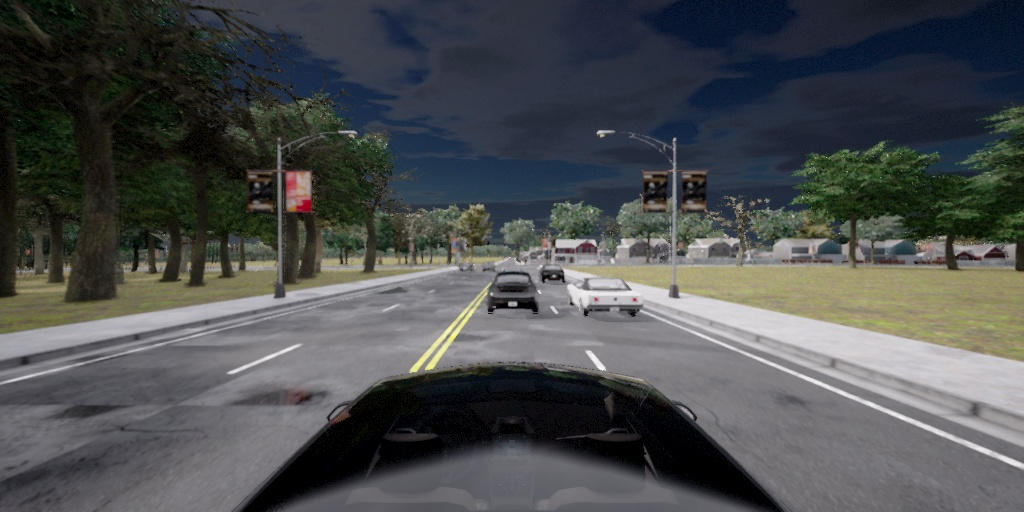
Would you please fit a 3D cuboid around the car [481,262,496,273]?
[{"bbox_3d":[-3.320,1.608,52.155,1.837,1.490,4.892,0,0,0],"label":"car"}]

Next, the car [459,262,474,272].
[{"bbox_3d":[-6.574,1.596,52.226,2.128,1.511,4.902,0,0,0],"label":"car"}]

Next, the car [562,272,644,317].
[{"bbox_3d":[3.293,1.433,13.641,1.895,1.301,4.718,0,0,1],"label":"car"}]

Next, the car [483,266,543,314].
[{"bbox_3d":[0.048,1.343,14.290,1.837,1.490,4.892,0,0,0],"label":"car"}]

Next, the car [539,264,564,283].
[{"bbox_3d":[3.313,1.429,30.451,1.882,1.535,5.008,0,0,1],"label":"car"}]
